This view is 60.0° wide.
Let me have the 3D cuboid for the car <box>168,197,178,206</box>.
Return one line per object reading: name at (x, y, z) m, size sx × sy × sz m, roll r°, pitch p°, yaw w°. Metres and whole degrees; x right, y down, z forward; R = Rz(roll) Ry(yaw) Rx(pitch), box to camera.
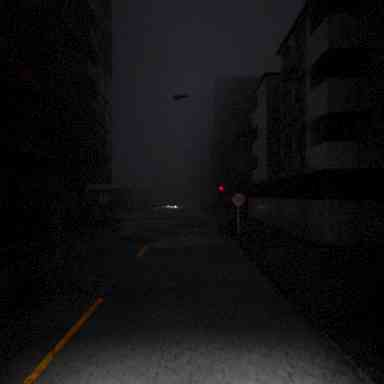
car at (-4.008, 2.400, 69.792) m, size 2.128 × 1.511 × 4.902 m, roll 0°, pitch -1°, yaw 0°
